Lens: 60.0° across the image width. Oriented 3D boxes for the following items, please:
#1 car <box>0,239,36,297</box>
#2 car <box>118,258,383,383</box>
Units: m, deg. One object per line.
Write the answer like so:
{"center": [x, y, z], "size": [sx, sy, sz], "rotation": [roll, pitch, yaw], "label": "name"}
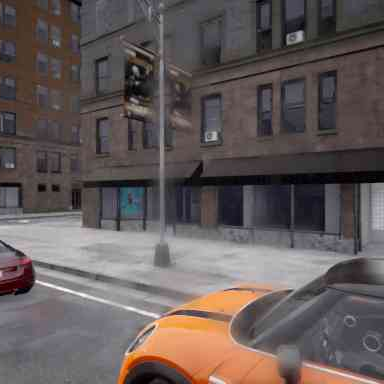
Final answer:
{"center": [-5.416, 1.564, 7.533], "size": [4.181, 1.385, 1.994], "rotation": [0, 0, 36], "label": "car"}
{"center": [1.524, 1.352, 2.599], "size": [4.553, 1.767, 2.097], "rotation": [0, 0, 36], "label": "car"}
